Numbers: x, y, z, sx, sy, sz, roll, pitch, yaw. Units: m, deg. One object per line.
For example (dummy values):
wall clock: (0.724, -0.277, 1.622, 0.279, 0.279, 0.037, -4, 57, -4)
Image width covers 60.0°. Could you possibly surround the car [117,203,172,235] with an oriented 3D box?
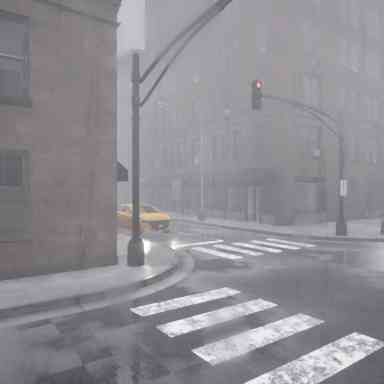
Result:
car: (-2.939, 1.382, 18.388, 1.882, 1.535, 5.008, 0, 0, -34)
